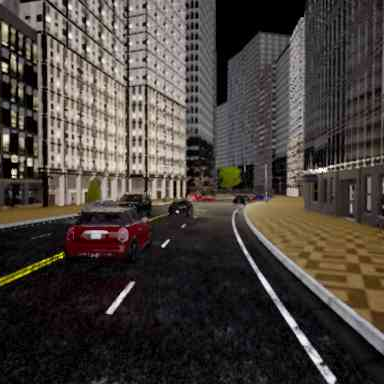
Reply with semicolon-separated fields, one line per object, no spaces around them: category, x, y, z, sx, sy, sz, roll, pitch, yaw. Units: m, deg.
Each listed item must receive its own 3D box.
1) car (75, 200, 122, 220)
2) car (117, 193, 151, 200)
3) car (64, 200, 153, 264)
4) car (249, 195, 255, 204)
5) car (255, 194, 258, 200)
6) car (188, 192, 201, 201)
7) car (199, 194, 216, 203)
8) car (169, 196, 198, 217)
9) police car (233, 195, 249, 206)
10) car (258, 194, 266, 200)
car;-7.962;1.458;28.874;2.033;1.411;5.357;0;0;7
car;-4.825;1.148;27.670;2.150;2.045;5.566;0;0;7
car;-2.733;1.321;11.951;2.097;1.767;4.553;0;0;3
car;10.489;1.445;64.614;1.837;1.490;4.892;0;0;17
car;12.227;1.417;70.205;1.882;1.535;5.008;1;0;18
car;0.462;1.068;68.473;2.150;2.045;5.566;0;0;16
car;3.474;1.472;67.218;1.895;1.301;4.718;0;0;17
car;-0.920;1.442;30.890;1.837;1.490;4.892;0;0;8
police car;7.940;1.366;55.315;1.930;1.638;5.238;0;0;14
car;17.661;1.368;87.855;1.882;1.535;5.008;1;0;21
